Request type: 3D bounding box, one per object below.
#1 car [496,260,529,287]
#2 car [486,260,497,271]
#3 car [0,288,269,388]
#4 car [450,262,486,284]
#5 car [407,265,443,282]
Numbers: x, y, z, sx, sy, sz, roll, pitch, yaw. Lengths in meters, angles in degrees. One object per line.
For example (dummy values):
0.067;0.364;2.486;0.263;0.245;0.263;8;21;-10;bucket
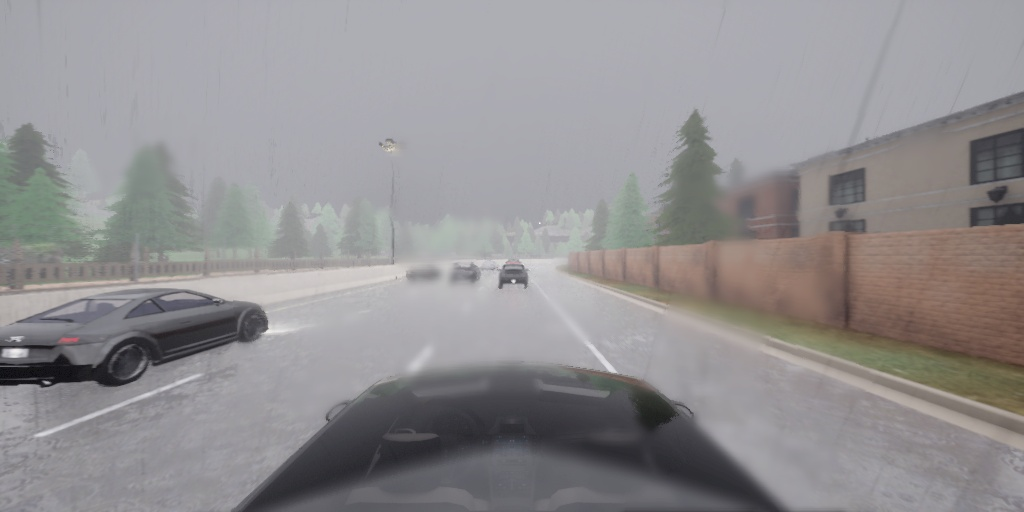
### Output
0.097;1.271;24.356;1.837;1.490;4.892;0;0;0;car
-3.088;1.308;50.396;1.812;1.442;4.674;0;0;5;car
-6.900;1.318;6.990;1.994;1.385;4.181;0;0;0;car
-3.403;1.258;26.874;2.128;1.511;4.902;0;0;0;car
-6.905;1.369;28.968;1.895;1.301;4.718;0;0;0;car
